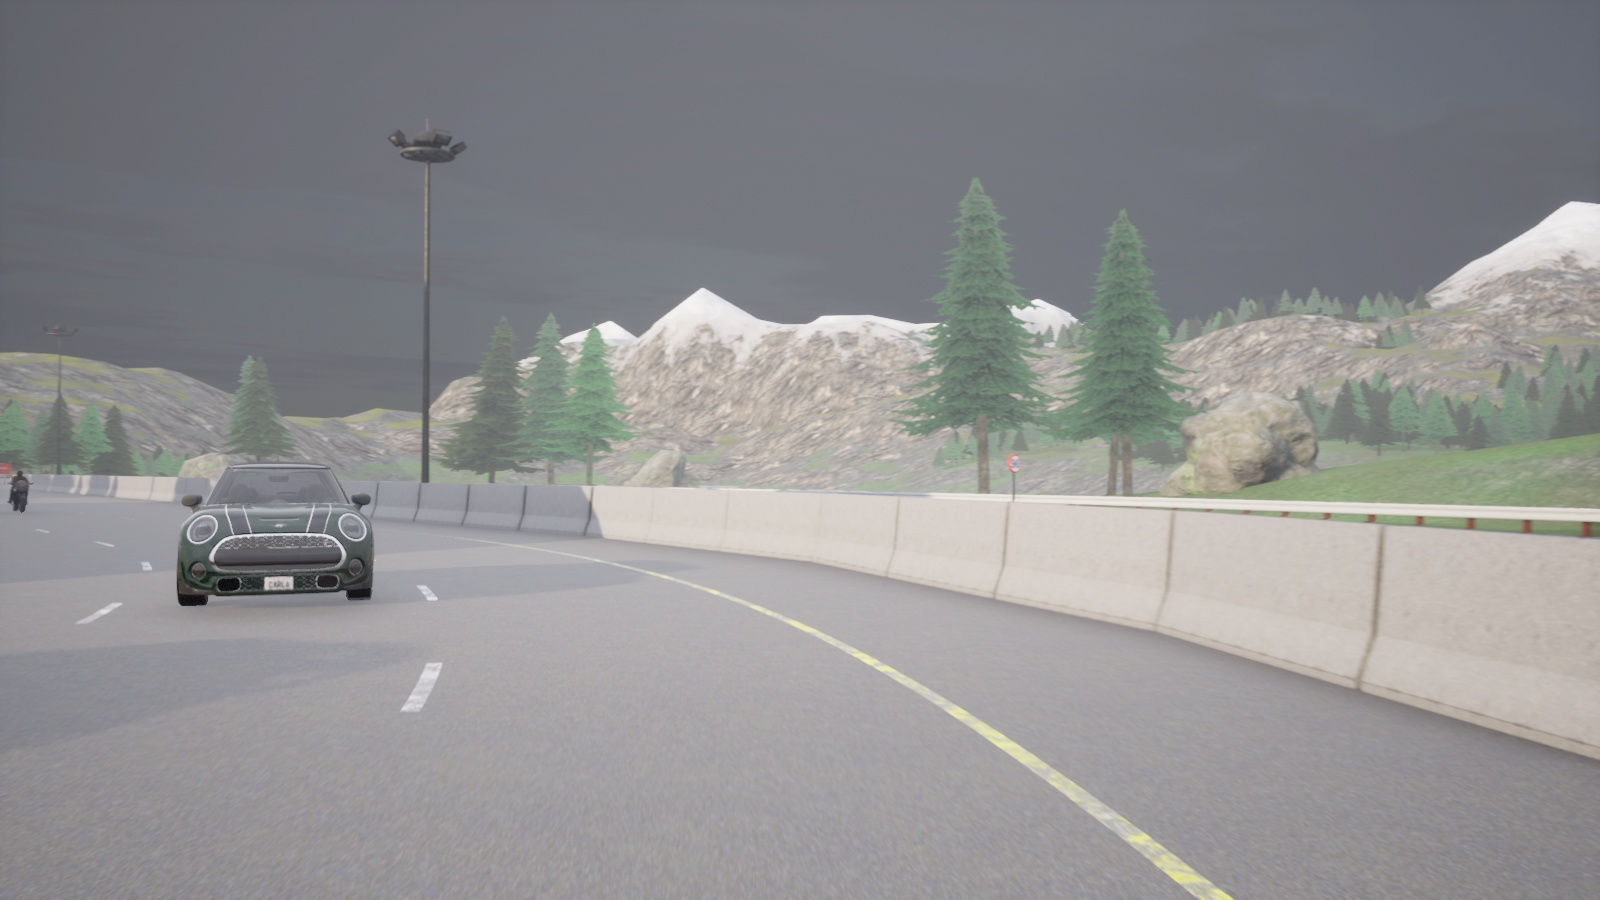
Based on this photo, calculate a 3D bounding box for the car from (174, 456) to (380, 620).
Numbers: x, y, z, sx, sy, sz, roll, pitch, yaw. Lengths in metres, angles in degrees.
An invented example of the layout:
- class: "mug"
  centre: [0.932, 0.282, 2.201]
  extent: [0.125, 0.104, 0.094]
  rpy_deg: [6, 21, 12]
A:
- class: "car"
  centre: [-6.639, 0.988, 16.005]
  extent: [2.097, 1.767, 4.553]
  rpy_deg: [0, -1, -23]

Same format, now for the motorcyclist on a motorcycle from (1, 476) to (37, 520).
- class: "motorcyclist on a motorcycle"
  centre: [-27.988, 1.715, 44.979]
  extent: [0.797, 1.523, 2.044]
  rpy_deg: [1, -1, -40]
